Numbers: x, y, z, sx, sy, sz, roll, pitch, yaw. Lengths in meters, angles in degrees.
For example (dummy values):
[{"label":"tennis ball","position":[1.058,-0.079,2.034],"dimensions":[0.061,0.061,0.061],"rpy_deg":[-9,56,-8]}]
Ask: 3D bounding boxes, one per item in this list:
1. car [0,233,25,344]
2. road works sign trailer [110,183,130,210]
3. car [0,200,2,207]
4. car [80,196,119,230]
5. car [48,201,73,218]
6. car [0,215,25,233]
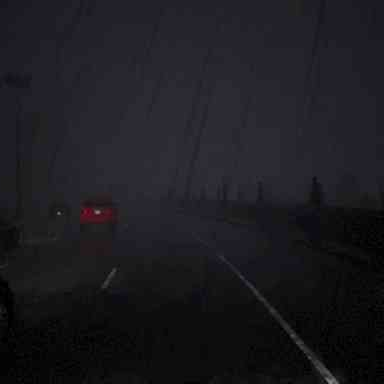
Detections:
[{"label":"car","position":[-3.639,1.513,3.290],"dimensions":[2.128,1.511,4.902],"rpy_deg":[0,0,-2]},{"label":"road works sign trailer","position":[-9.694,0.620,44.016],"dimensions":[2.380,3.560,2.880],"rpy_deg":[0,0,-27]},{"label":"car","position":[-33.576,1.832,56.343],"dimensions":[1.994,1.385,4.181],"rpy_deg":[0,0,-37]},{"label":"car","position":[-6.104,1.304,22.064],"dimensions":[2.150,2.045,5.566],"rpy_deg":[0,0,-12]},{"label":"car","position":[-12.380,1.634,31.367],"dimensions":[1.837,1.490,4.892],"rpy_deg":[0,0,-18]},{"label":"car","position":[-7.953,1.567,12.519],"dimensions":[1.837,1.490,4.892],"rpy_deg":[0,0,-7]}]
